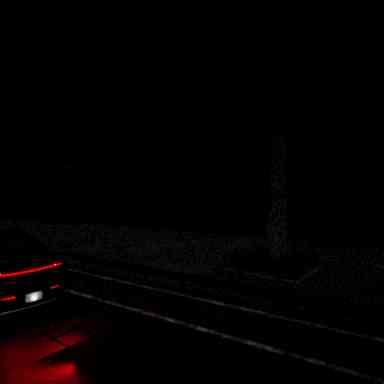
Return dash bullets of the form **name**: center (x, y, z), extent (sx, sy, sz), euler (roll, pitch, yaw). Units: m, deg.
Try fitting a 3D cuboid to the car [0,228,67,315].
- **car**: center (-4.611, 1.503, 6.973), extent (4.892, 1.490, 1.837), euler (0, 0, 36)
